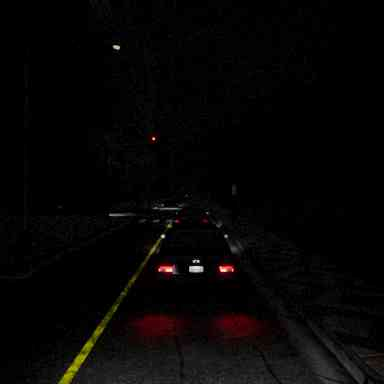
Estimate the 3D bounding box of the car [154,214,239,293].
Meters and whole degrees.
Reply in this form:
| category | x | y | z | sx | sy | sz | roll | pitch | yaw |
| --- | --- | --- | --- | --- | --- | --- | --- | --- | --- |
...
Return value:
| category | x | y | z | sx | sy | sz | roll | pitch | yaw |
| --- | --- | --- | --- | --- | --- | --- | --- | --- | --- |
| car | 0.073 | 1.552 | 8.993 | 2.033 | 1.411 | 5.357 | 0 | 0 | 0 |

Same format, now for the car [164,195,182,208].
| category | x | y | z | sx | sy | sz | roll | pitch | yaw |
| --- | --- | --- | --- | --- | --- | --- | --- | --- | --- |
| car | -3.138 | 1.645 | 51.422 | 2.033 | 1.411 | 5.357 | 0 | 0 | 3 |

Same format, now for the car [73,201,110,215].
| category | x | y | z | sx | sy | sz | roll | pitch | yaw |
| --- | --- | --- | --- | --- | --- | --- | --- | --- | --- |
| car | -10.203 | 1.560 | 32.668 | 4.181 | 1.385 | 1.994 | 0 | -2 | 8 |

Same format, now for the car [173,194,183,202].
| category | x | y | z | sx | sy | sz | roll | pitch | yaw |
| --- | --- | --- | --- | --- | --- | --- | --- | --- | --- |
| car | -3.163 | 1.495 | 61.825 | 2.097 | 1.767 | 4.553 | 0 | 0 | 0 |

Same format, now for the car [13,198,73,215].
| category | x | y | z | sx | sy | sz | roll | pitch | yaw |
| --- | --- | --- | --- | --- | --- | --- | --- | --- | --- |
| car | -13.593 | 1.379 | 30.496 | 4.097 | 1.590 | 1.967 | 0 | -2 | -1 |

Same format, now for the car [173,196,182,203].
| category | x | y | z | sx | sy | sz | roll | pitch | yaw |
| --- | --- | --- | --- | --- | --- | --- | --- | --- | --- |
| car | -3.120 | 1.719 | 74.003 | 1.812 | 1.442 | 4.674 | 0 | 0 | 0 |

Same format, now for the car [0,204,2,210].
| category | x | y | z | sx | sy | sz | roll | pitch | yaw |
| --- | --- | --- | --- | --- | --- | --- | --- | --- | --- |
| car | -24.559 | 1.754 | 38.980 | 4.206 | 1.307 | 1.802 | 0 | -1 | 0 |

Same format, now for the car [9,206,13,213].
| category | x | y | z | sx | sy | sz | roll | pitch | yaw |
| --- | --- | --- | --- | --- | --- | --- | --- | --- | --- |
| car | -19.072 | 1.735 | 38.997 | 4.313 | 1.339 | 1.947 | 0 | -1 | 0 |

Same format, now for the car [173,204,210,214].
| category | x | y | z | sx | sy | sz | roll | pitch | yaw |
| --- | --- | --- | --- | --- | --- | --- | --- | --- | --- |
| car | 0.002 | 1.576 | 18.298 | 1.994 | 1.385 | 4.181 | 0 | 0 | 1 |
